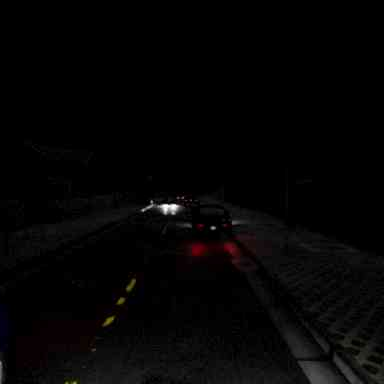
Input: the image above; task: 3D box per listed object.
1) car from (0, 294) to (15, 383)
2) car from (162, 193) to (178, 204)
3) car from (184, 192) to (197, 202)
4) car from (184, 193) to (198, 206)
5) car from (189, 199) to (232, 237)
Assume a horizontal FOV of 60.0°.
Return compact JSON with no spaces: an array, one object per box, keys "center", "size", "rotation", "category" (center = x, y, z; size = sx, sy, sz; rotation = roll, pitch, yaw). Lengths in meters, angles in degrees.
[{"center":[-2.858,1.501,1.922],"size":[1.812,1.442,4.674],"rotation":[0,1,0],"category":"car"},{"center":[-3.018,0.908,46.544],"size":[2.128,1.511,4.902],"rotation":[0,1,0],"category":"car"},{"center":[-0.218,0.830,54.521],"size":[2.128,1.511,4.902],"rotation":[0,1,0],"category":"car"},{"center":[-0.105,1.007,42.384],"size":[2.033,1.411,5.357],"rotation":[0,1,0],"category":"car"},{"center":[0.896,1.316,16.509],"size":[1.812,1.442,4.674],"rotation":[0,1,0],"category":"car"}]
